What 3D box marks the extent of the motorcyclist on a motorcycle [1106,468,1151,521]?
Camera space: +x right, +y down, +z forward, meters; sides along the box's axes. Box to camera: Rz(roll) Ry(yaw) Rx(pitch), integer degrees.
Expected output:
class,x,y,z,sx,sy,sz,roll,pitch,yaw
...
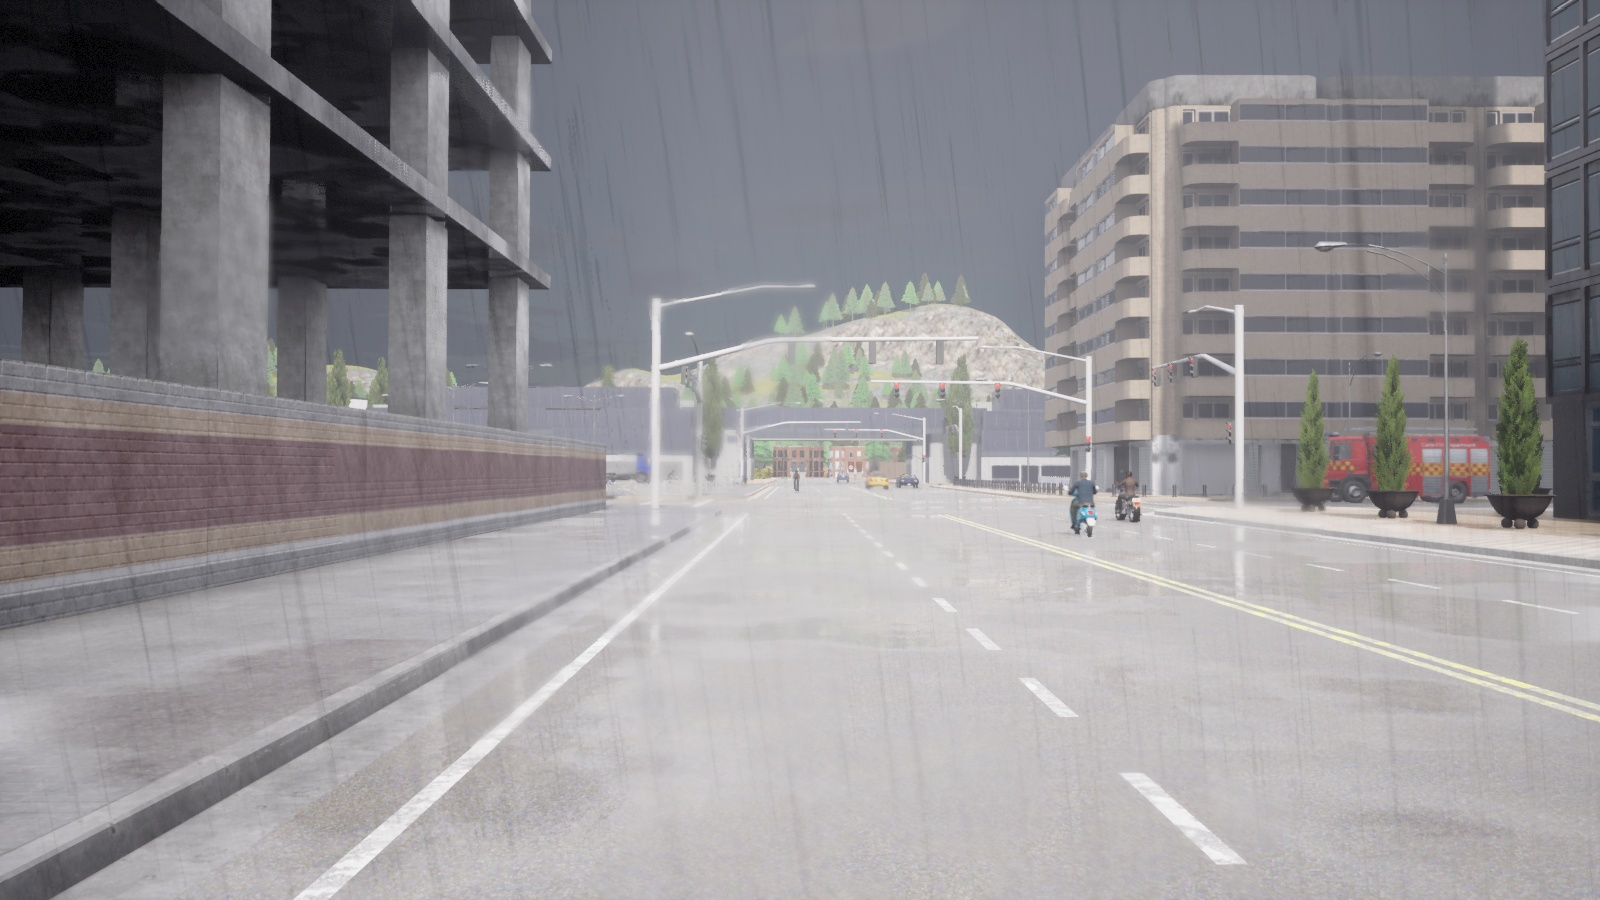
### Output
class,x,y,z,sx,sy,sz,roll,pitch,yaw
motorcyclist on a motorcycle,10.392,1.390,39.816,0.766,1.649,2.350,0,-1,0

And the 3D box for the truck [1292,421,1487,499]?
class,x,y,z,sx,sy,sz,roll,pitch,yaw
truck,29.761,0.541,63.594,8.468,3.827,2.891,0,-1,0

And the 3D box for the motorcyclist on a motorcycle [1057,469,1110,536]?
class,x,y,z,sx,sy,sz,roll,pitch,yaw
motorcyclist on a motorcycle,6.918,1.255,30.717,0.866,1.590,1.817,0,-1,0
